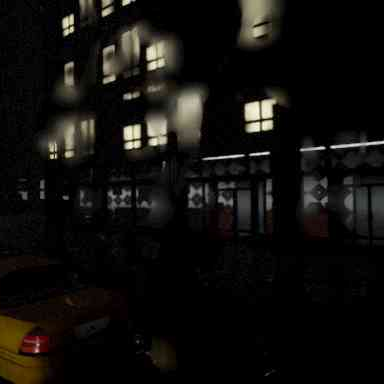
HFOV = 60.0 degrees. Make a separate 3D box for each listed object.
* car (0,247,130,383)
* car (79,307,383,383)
[{"bbox_3d":[-3.036,1.556,5.223,4.829,1.417,1.752,0,-1,36],"label":"car"},{"bbox_3d":[1.597,1.564,1.707,4.313,1.339,1.947,0,-1,36],"label":"car"}]
